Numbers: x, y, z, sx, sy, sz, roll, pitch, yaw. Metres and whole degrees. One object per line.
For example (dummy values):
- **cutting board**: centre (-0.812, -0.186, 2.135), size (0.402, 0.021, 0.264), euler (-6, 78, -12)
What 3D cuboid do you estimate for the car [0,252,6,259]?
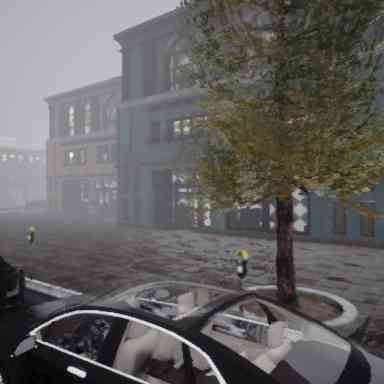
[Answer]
- **car**: centre (-4.907, 1.568, 6.375), size (4.313, 1.339, 1.947), euler (0, 0, 36)

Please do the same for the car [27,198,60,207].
- **car**: centre (-24.939, 1.691, 55.986), size (1.752, 1.417, 4.829), euler (0, 0, 35)

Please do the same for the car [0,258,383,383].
- **car**: centre (-0.397, 1.551, 3.158), size (4.403, 1.369, 2.008), euler (0, 0, 36)

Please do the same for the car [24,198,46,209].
- **car**: centre (-21.117, 1.683, 46.757), size (1.887, 1.381, 4.507), euler (0, 0, 35)
